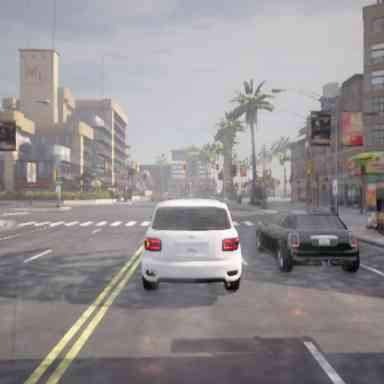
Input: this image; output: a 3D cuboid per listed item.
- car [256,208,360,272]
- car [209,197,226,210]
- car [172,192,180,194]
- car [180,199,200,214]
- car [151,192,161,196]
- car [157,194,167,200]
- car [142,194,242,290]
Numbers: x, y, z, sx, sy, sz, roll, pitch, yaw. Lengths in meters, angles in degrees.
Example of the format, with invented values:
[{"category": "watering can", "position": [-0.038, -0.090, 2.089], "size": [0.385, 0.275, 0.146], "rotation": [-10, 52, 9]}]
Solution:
[{"category": "car", "position": [3.479, 1.329, 10.888], "size": [2.097, 1.767, 4.553], "rotation": [0, 0, 0]}, {"category": "car", "position": [3.196, 1.436, 42.412], "size": [1.812, 1.442, 4.674], "rotation": [0, 0, -1]}, {"category": "car", "position": [-4.205, 1.386, 72.879], "size": [2.033, 1.411, 5.357], "rotation": [0, 0, -1]}, {"category": "car", "position": [-0.242, 1.471, 36.030], "size": [2.033, 1.411, 5.357], "rotation": [0, 0, -1]}, {"category": "car", "position": [-7.705, 1.071, 72.864], "size": [2.150, 2.045, 5.566], "rotation": [0, 0, -1]}, {"category": "car", "position": [-7.852, 1.340, 87.753], "size": [2.128, 1.511, 4.902], "rotation": [0, 0, -1]}, {"category": "car", "position": [-0.015, 1.202, 9.150], "size": [2.150, 2.045, 5.566], "rotation": [0, 0, 0]}]
